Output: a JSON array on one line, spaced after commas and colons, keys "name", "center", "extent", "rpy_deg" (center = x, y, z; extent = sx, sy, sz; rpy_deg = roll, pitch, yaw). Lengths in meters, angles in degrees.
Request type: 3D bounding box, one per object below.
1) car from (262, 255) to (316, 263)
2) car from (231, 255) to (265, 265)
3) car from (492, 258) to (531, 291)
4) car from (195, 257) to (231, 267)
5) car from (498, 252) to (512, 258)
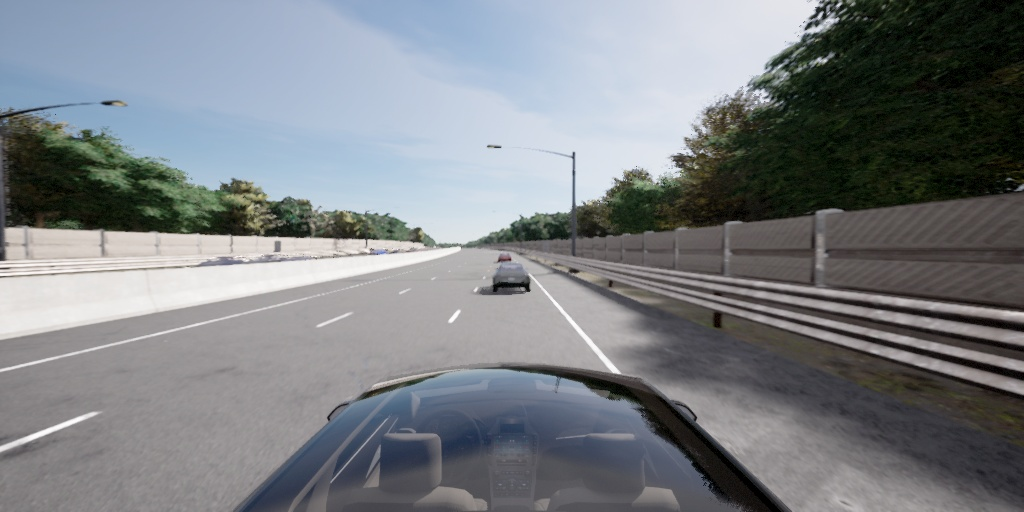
[{"name": "car", "center": [-17.930, 0.758, 30.141], "extent": [2.033, 1.411, 5.357], "rpy_deg": [0, 2, -1]}, {"name": "car", "center": [-21.462, 0.670, 31.466], "extent": [2.128, 1.511, 4.902], "rpy_deg": [0, 1, -1]}, {"name": "car", "center": [-0.048, 1.037, 19.470], "extent": [1.994, 1.385, 4.181], "rpy_deg": [0, 1, -1]}, {"name": "car", "center": [-24.951, 0.758, 30.948], "extent": [1.994, 1.385, 4.181], "rpy_deg": [0, 1, -1]}, {"name": "car", "center": [-1.026, 0.145, 51.990], "extent": [1.994, 1.385, 4.181], "rpy_deg": [0, 2, -2]}]
